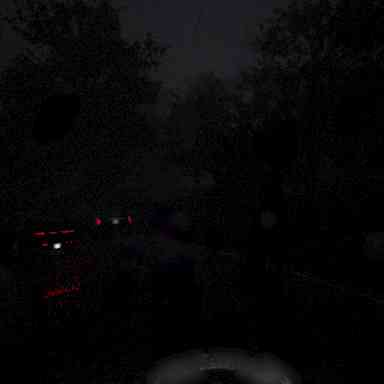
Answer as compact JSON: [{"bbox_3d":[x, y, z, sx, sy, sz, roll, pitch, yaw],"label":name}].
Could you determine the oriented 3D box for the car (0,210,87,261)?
[{"bbox_3d":[-6.077,1.491,12.394,4.892,1.490,1.837,0,-1,44],"label":"car"}]

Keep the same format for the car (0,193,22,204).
[{"bbox_3d":[-26.080,0.829,46.938,1.882,1.535,5.008,-1,4,5],"label":"car"}]

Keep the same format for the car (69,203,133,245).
[{"bbox_3d":[-4.794,1.290,15.385,4.553,1.767,2.097,0,1,42],"label":"car"}]
